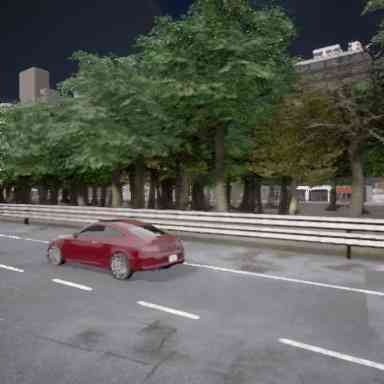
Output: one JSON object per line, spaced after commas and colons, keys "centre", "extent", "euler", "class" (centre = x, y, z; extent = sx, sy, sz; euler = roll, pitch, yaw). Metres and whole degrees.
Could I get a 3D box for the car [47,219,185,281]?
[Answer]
{"centre": [-2.355, 1.531, 9.849], "extent": [4.674, 1.442, 1.812], "euler": [0, 0, 36], "class": "car"}
